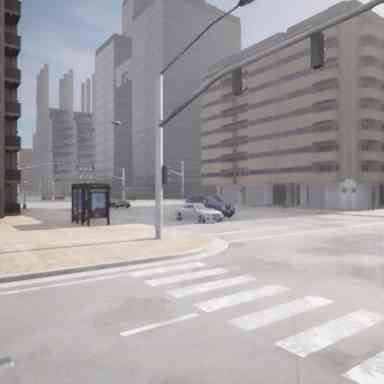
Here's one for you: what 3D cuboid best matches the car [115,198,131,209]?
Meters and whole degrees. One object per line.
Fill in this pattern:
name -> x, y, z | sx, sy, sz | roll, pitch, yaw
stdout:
car -> -10.443, 1.595, 46.562 | 2.033, 1.411, 5.357 | 0, 0, -36

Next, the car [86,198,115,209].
car -> -12.335, 1.542, 43.209 | 2.128, 1.511, 4.902 | 0, 0, -36

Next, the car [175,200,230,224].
car -> 0.459, 1.575, 25.784 | 1.812, 1.442, 4.674 | 0, 0, -37

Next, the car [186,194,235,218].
car -> 1.465, 1.263, 30.279 | 2.150, 2.045, 5.566 | 0, 1, -36
